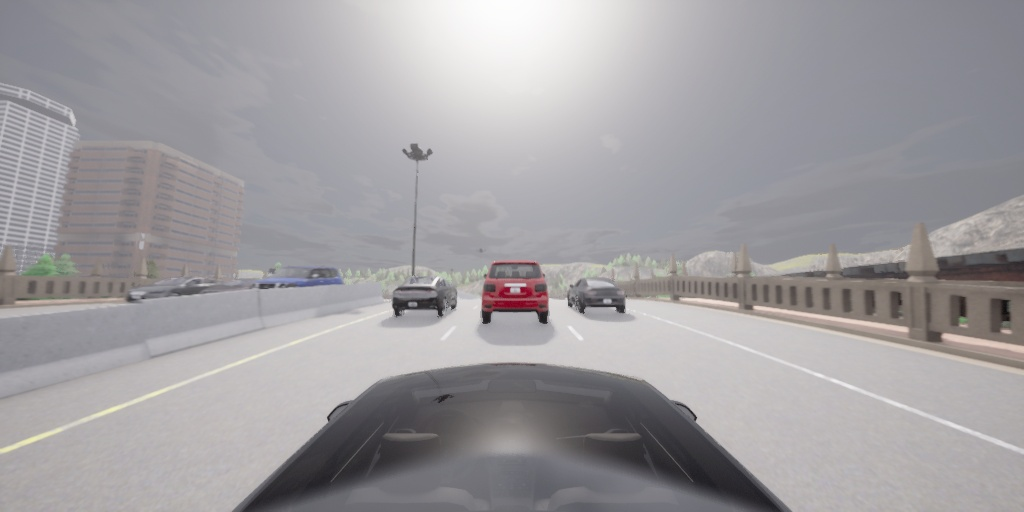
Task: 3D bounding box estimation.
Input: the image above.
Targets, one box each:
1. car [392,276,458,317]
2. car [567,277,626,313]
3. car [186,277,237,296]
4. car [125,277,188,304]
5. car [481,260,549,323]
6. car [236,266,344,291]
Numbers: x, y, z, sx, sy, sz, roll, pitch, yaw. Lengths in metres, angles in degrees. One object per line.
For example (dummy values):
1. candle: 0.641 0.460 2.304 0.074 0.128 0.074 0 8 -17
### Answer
1. car: -3.402 1.575 14.738 2.128 1.511 4.902 0 -3 0
2. car: 3.599 1.667 15.820 1.812 1.442 4.674 0 -3 0
3. car: -14.101 1.891 18.867 1.994 1.385 4.181 0 -4 0
4. car: -17.601 1.845 19.246 2.128 1.511 4.902 0 -4 0
5. car: 0.099 1.237 13.370 2.150 2.045 5.566 0 -3 0
6. car: -10.603 1.493 18.137 2.150 2.045 5.566 0 -4 0
